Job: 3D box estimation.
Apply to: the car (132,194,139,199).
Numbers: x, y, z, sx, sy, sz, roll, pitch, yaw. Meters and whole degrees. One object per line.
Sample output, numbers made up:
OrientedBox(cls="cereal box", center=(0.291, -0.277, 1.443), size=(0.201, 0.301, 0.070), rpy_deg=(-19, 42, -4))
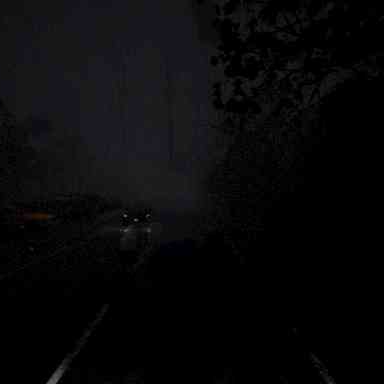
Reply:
OrientedBox(cls="car", center=(-10.067, 1.322, 43.281), size=(5.366, 1.575, 1.946), rpy_deg=(0, 0, 0))

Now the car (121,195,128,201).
OrientedBox(cls="car", center=(-10.252, 1.319, 37.861), size=(4.892, 1.521, 2.231), rpy_deg=(0, 0, 0))

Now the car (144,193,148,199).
OrientedBox(cls="car", center=(-10.425, 1.370, 54.507), size=(5.366, 1.575, 1.946), rpy_deg=(0, 0, 0))

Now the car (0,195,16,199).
OrientedBox(cls="car", center=(-23.367, 1.345, 37.927), size=(4.792, 1.488, 2.163), rpy_deg=(0, 0, 0))

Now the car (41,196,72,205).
OrientedBox(cls="car", center=(-23.313, 1.424, 57.310), size=(4.674, 1.452, 2.002), rpy_deg=(0, 0, 0))

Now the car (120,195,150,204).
OrientedBox(cls="car", center=(-10.239, 1.398, 60.059), size=(5.008, 1.535, 2.097), rpy_deg=(0, 0, 0))

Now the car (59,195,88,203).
OrientedBox(cls="car", center=(-23.302, 1.421, 65.497), size=(5.008, 1.535, 2.097), rpy_deg=(0, 0, 0))

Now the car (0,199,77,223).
OrientedBox(cls="car", center=(-10.248, 1.408, 21.203), size=(4.792, 1.488, 2.163), rpy_deg=(0, 0, 0))

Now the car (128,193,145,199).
OrientedBox(cls="car", center=(-10.060, 1.345, 48.954), size=(5.366, 1.575, 1.946), rpy_deg=(0, 0, 0))

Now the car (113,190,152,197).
OrientedBox(cls="car", center=(-10.265, 1.134, 57.284), size=(5.566, 2.045, 2.435), rpy_deg=(0, 0, 0))

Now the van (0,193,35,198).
OrientedBox(cls="van", center=(-23.449, 1.097, 43.338), size=(4.442, 1.987, 1.878), rpy_deg=(0, 0, 0))

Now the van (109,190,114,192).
OrientedBox(cls="van", center=(-23.414, 0.534, 92.589), size=(4.442, 1.987, 1.878), rpy_deg=(1, 0, 0))

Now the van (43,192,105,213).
OrientedBox(cls="van", center=(-10.384, 1.118, 29.531), size=(4.442, 1.987, 1.878), rpy_deg=(0, 0, 0))

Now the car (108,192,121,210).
OrientedBox(cls="car", center=(-10.293, 1.197, 35.081), size=(4.553, 1.767, 2.185), rpy_deg=(0, 0, 0))

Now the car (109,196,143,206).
OrientedBox(cls="car", center=(-10.249, 1.361, 51.730), size=(4.892, 1.521, 2.231), rpy_deg=(0, 0, 0))

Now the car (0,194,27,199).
OrientedBox(cls="car", center=(-23.364, 1.346, 40.566), size=(4.792, 1.488, 2.163), rpy_deg=(0, 0, 0))

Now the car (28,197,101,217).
OrientedBox(cls="car", center=(-10.242, 1.385, 26.756), size=(4.792, 1.488, 2.163), rpy_deg=(0, 0, 0))

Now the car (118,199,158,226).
OrientedBox(cls="car", center=(-3.365, 1.402, 22.209), size=(1.812, 1.442, 4.674), rpy_deg=(0, 0, 0))

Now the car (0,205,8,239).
OrientedBox(cls="car", center=(-10.280, 1.414, 12.875), size=(4.892, 1.521, 2.231), rpy_deg=(0, 0, 0))

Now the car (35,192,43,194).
OrientedBox(cls="car", center=(-23.354, 1.095, 49.002), size=(5.566, 2.045, 2.435), rpy_deg=(0, 0, 0))

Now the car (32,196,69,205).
OrientedBox(cls="car", center=(-23.134, 1.368, 54.540), size=(5.366, 1.575, 1.946), rpy_deg=(0, 0, 0))

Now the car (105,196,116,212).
OrientedBox(cls="car", center=(-10.294, 1.362, 32.309), size=(4.792, 1.488, 2.163), rpy_deg=(0, 0, 0))

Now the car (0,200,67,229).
OrientedBox(cls="car", center=(-10.095, 1.387, 18.427), size=(5.366, 1.575, 1.946), rpy_deg=(0, 0, 0))

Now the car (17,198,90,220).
OrientedBox(cls="car", center=(-10.245, 1.396, 23.980), size=(4.792, 1.488, 2.163), rpy_deg=(0, 0, 0))

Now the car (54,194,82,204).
OrientedBox(cls="car", center=(-23.341, 1.283, 62.726), size=(4.553, 1.767, 2.185), rpy_deg=(0, 0, 0))

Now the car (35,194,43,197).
OrientedBox(cls="car", center=(-23.300, 1.363, 46.231), size=(4.792, 1.488, 2.163), rpy_deg=(0, 0, 0))

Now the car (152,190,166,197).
OrientedBox(cls="car", center=(-10.431, 0.790, 92.648), size=(4.792, 1.488, 2.163), rpy_deg=(0, 0, 0))

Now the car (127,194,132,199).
OrientedBox(cls="car", center=(-10.441, 1.315, 40.629), size=(5.366, 1.575, 1.946), rpy_deg=(0, 0, 0))

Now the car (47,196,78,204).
OrientedBox(cls="car", center=(-23.284, 1.426, 60.080), size=(4.792, 1.488, 2.163), rpy_deg=(0, 0, 0))

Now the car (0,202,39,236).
OrientedBox(cls="car", center=(-10.290, 1.402, 15.651), size=(4.892, 1.521, 2.231), rpy_deg=(0, 0, 0))
